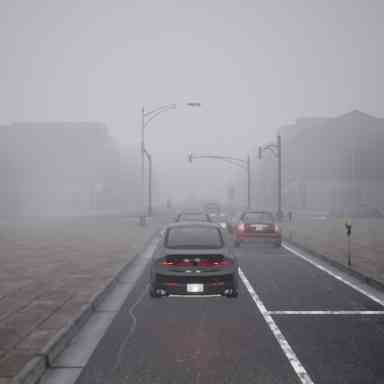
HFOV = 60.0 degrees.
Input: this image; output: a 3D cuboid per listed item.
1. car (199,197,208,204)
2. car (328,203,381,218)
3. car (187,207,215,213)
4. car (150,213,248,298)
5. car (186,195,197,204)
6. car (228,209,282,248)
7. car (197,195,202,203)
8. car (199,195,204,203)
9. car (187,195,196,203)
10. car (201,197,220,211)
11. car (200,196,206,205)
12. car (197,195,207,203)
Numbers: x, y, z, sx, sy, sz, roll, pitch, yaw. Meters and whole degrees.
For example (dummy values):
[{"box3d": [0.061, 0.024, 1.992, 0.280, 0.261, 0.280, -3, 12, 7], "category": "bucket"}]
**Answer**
[{"box3d": [2.485, 1.892, 74.456, 1.752, 1.417, 4.829, 1, -1, 0], "category": "car"}, {"box3d": [14.496, 1.631, 29.770, 4.181, 1.385, 1.994, 0, -2, 0], "category": "car"}, {"box3d": [0.056, 1.619, 15.995, 1.895, 1.301, 4.718, 0, 0, 0], "category": "car"}, {"box3d": [0.020, 1.512, 8.519, 1.837, 1.490, 4.892, 0, 0, -1], "category": "car"}, {"box3d": [-0.151, 1.570, 72.208, 2.150, 2.045, 5.566, 0, -1, 0], "category": "car"}, {"box3d": [2.626, 1.457, 14.915, 1.967, 1.590, 4.097, 2, 0, 0], "category": "car"}, {"box3d": [2.509, 1.830, 63.411, 1.947, 1.339, 4.313, 1, -1, 0], "category": "car"}, {"box3d": [2.535, 1.703, 52.706, 1.752, 1.417, 4.829, 1, 0, 0], "category": "car"}, {"box3d": [-0.188, 1.676, 82.617, 2.150, 2.045, 5.566, 0, -1, 0], "category": "car"}, {"box3d": [2.560, 1.672, 41.662, 1.947, 1.339, 4.313, 1, 0, 0], "category": "car"}, {"box3d": [2.547, 1.705, 47.099, 1.947, 1.339, 4.313, 1, 0, 0], "category": "car"}, {"box3d": [2.477, 1.735, 79.726, 2.192, 1.841, 5.009, 1, -1, 0], "category": "car"}]
